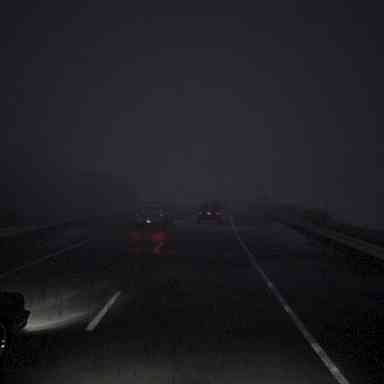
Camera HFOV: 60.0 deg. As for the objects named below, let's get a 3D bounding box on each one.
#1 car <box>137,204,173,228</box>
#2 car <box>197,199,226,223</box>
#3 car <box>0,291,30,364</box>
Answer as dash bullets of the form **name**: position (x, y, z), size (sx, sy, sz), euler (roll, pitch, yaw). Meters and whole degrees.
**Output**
- **car**: position (-2.392, 1.515, 22.024), size (1.812, 1.442, 4.674), euler (0, 0, 5)
- **car**: position (1.411, 1.539, 25.387), size (2.033, 1.411, 5.357), euler (0, 0, 5)
- **car**: position (-3.350, 1.543, 2.476), size (2.033, 1.411, 5.357), euler (0, 0, 1)
